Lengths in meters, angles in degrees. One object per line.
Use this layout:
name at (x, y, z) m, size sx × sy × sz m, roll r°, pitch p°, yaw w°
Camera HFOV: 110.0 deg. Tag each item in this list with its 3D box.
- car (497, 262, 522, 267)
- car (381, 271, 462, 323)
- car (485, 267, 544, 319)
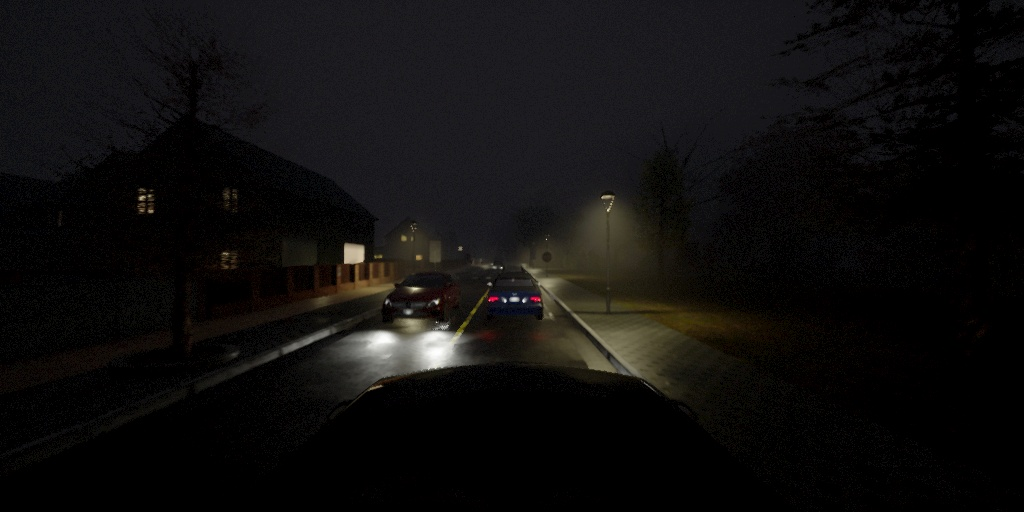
car at (0.071, 1.344, 25.327) m, size 1.895 × 1.301 × 4.718 m, roll 0°, pitch 0°, yaw 0°
car at (-2.842, 1.267, 12.159) m, size 1.812 × 1.442 × 4.674 m, roll 0°, pitch 0°, yaw 0°
car at (0.082, 1.289, 12.752) m, size 2.033 × 1.411 × 5.357 m, roll 0°, pitch 0°, yaw 0°
